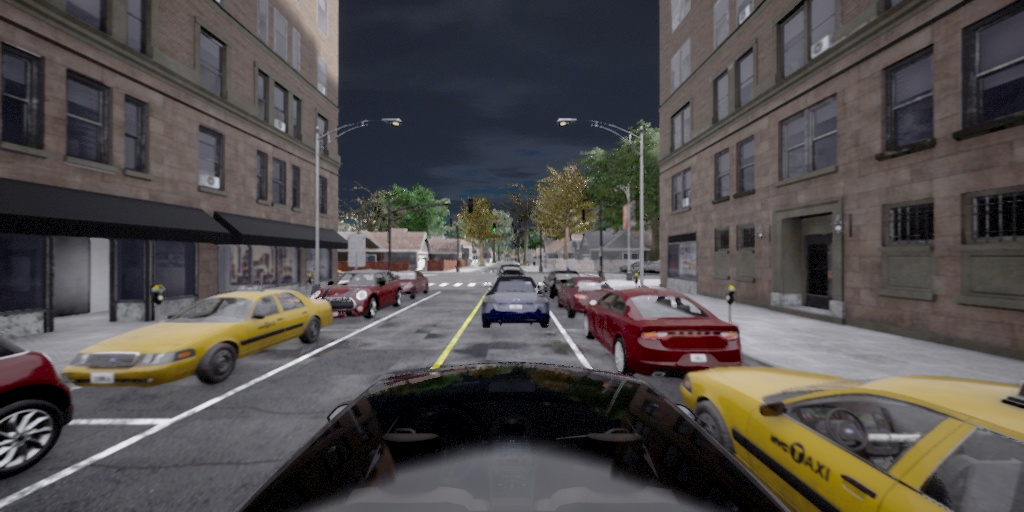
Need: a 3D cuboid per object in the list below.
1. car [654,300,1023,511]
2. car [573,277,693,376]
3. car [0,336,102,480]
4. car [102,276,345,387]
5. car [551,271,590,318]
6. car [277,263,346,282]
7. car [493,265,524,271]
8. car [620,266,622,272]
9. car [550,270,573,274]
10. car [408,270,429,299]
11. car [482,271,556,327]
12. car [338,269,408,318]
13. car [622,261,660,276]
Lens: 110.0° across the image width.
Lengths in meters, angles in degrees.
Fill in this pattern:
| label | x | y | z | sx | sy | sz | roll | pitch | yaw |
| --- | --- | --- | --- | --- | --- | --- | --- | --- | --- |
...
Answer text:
| label | x | y | z | sx | sy | sz | roll | pitch | yaw |
| --- | --- | --- | --- | --- | --- | --- | --- | --- | --- |
| car | 2.637 | 1.275 | 1.951 | 1.751 | 1.417 | 4.829 | 0 | 0 | 0 |
| car | 2.636 | 1.315 | 7.299 | 1.888 | 1.381 | 4.507 | 0 | 0 | 0 |
| car | -5.388 | 1.190 | 1.777 | 1.967 | 1.591 | 4.097 | 0 | 0 | 0 |
| car | -5.389 | 1.295 | 7.126 | 1.751 | 1.417 | 4.829 | 0 | 0 | 0 |
| car | 2.636 | 1.372 | 12.817 | 1.802 | 1.307 | 4.207 | 0 | 0 | 0 |
| car | -17.467 | 1.434 | 31.374 | 5.008 | 1.535 | 1.882 | 0 | 0 | 0 |
| car | -0.172 | 1.340 | 25.010 | 1.837 | 1.490 | 4.892 | 0 | 0 | -4 |
| car | 14.917 | 1.302 | 41.317 | 4.892 | 1.490 | 1.837 | 0 | 0 | 0 |
| car | 2.635 | 1.376 | 18.336 | 1.948 | 1.339 | 4.313 | 0 | 0 | 0 |
| car | -5.390 | 1.392 | 18.334 | 1.802 | 1.307 | 4.207 | 0 | 0 | 0 |
| car | 0.100 | 1.351 | 11.712 | 1.994 | 1.385 | 4.181 | 0 | 0 | 0 |
| car | -5.389 | 1.230 | 12.815 | 1.967 | 1.591 | 4.097 | 0 | 0 | 0 |
| car | 14.739 | 1.278 | 38.059 | 4.902 | 1.511 | 2.128 | 0 | 0 | 0 |
